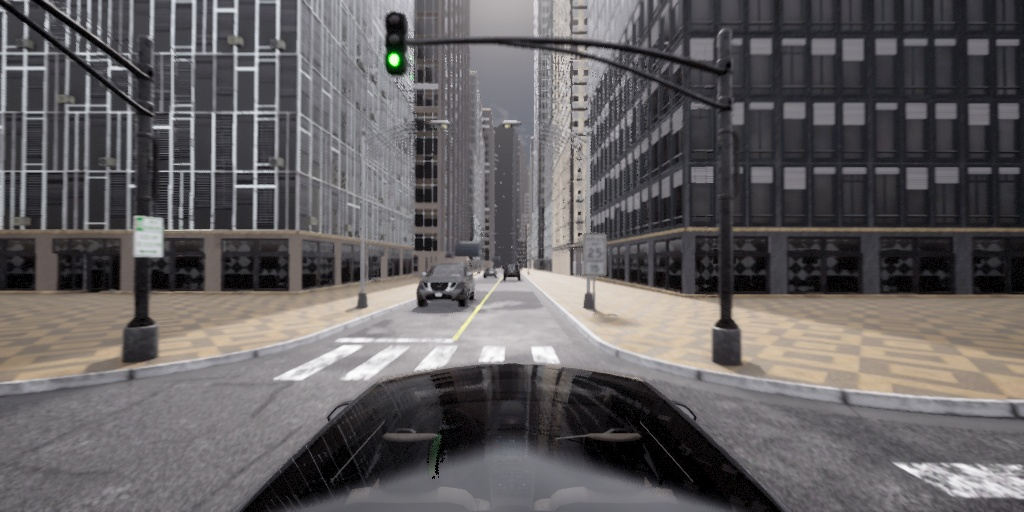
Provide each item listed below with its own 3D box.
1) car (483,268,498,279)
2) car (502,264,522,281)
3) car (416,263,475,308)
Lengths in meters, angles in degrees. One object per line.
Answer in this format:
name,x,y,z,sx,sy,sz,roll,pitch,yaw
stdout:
car,-3.006,2.416,50.908,1.837,1.490,4.892,0,-2,0
car,-0.012,1.981,44.480,2.150,2.045,5.566,0,-1,0
car,-3.102,1.341,17.916,2.150,2.045,5.566,0,-1,0
